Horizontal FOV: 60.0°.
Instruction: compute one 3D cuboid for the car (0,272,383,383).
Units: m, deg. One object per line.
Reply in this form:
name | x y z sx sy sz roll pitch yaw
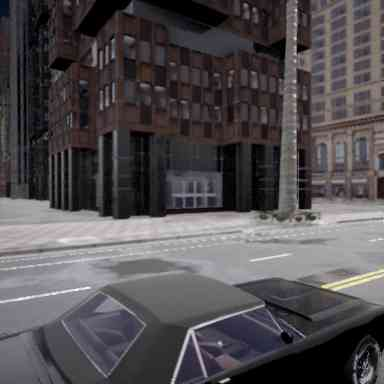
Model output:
car | 0.163 1.597 3.536 4.718 1.301 1.895 0 0 -35
